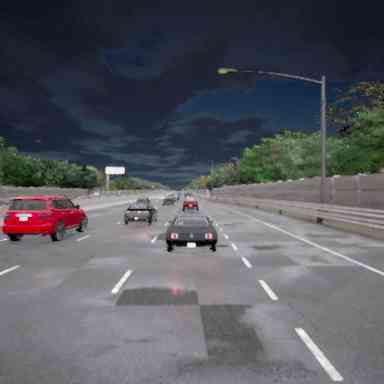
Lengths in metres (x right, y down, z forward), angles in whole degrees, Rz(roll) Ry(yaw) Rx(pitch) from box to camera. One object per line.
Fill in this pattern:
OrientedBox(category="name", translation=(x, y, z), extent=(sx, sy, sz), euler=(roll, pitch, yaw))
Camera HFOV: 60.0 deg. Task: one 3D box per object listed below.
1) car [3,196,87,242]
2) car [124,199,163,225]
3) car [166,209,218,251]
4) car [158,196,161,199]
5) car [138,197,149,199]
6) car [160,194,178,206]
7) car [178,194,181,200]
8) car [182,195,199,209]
OrientedBox(category="car", translation=(-7.030, 1.218, 16.550), extent=(2.150, 2.045, 5.566), euler=(0, 0, 0))
OrientedBox(category="car", translation=(-3.561, 1.482, 23.665), extent=(2.128, 1.511, 4.902), euler=(0, 0, 0))
OrientedBox(category="car", translation=(-0.021, 1.597, 14.055), extent=(1.895, 1.301, 4.718), euler=(0, 0, 0))
OrientedBox(category="car", translation=(-7.800, 1.650, 87.750), extent=(1.895, 1.301, 4.718), euler=(0, 0, -1))
OrientedBox(category="car", translation=(-7.265, 1.494, 50.084), extent=(1.837, 1.490, 4.892), euler=(0, 0, -1))
OrientedBox(category="car", translation=(-3.835, 1.499, 56.450), extent=(1.837, 1.490, 4.892), euler=(0, 0, -1))
OrientedBox(category="car", translation=(-4.060, 1.619, 73.288), extent=(1.895, 1.301, 4.718), euler=(0, 0, -1))
OrientedBox(category="car", translation=(-0.188, 1.460, 42.039), extent=(1.882, 1.535, 5.008), euler=(0, 0, -1))
